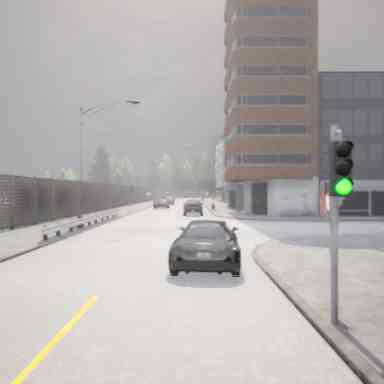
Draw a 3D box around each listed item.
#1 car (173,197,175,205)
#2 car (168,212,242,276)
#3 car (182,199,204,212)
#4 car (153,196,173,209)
[{"bbox_3d":[-4.025,1.462,58.371,2.128,1.511,4.902,0,0,1],"label":"car"},{"bbox_3d":[0.493,1.559,10.388,1.994,1.385,4.181,0,0,6],"label":"car"},{"bbox_3d":[0.110,1.488,33.386,1.837,1.490,4.892,0,0,0],"label":"car"},{"bbox_3d":[-4.065,1.542,44.929,1.994,1.385,4.181,0,0,0],"label":"car"}]
